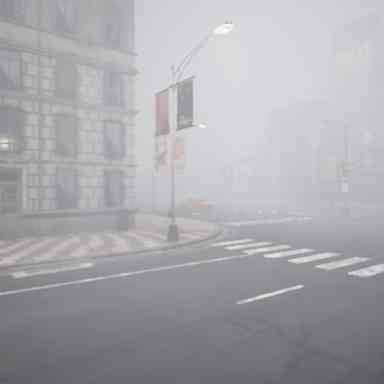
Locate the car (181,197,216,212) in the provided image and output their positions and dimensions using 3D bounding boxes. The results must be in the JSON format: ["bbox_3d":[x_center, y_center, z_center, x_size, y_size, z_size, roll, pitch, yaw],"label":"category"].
[{"bbox_3d":[0.646,1.386,37.856,1.882,1.535,5.008,0,0,-36],"label":"car"}]
